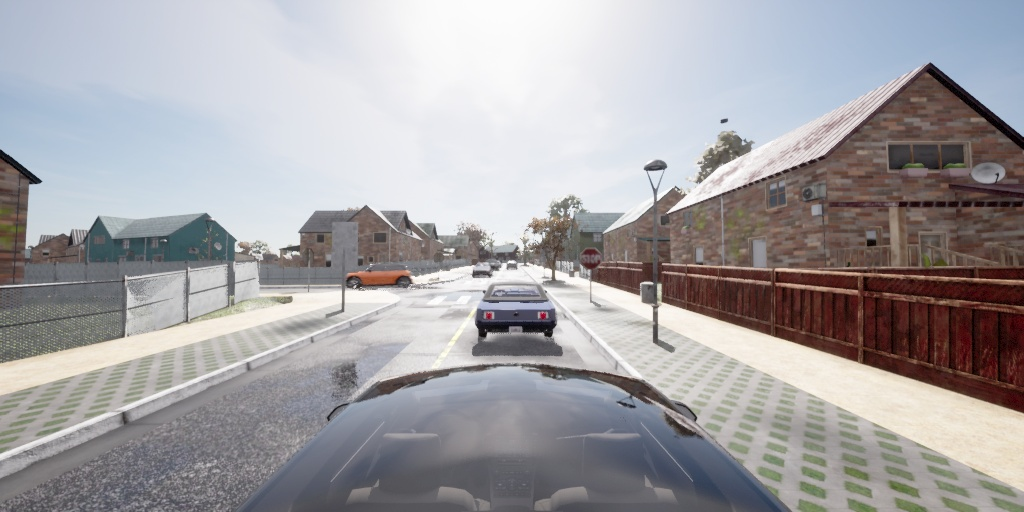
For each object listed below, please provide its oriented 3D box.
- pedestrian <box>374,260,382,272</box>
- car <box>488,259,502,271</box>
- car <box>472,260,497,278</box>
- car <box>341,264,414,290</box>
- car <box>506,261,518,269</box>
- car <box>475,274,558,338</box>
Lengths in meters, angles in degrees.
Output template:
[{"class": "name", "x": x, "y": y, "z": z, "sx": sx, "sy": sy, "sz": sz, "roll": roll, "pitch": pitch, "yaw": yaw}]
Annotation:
[{"class": "pedestrian", "x": -9.955, "y": 1.223, "z": 26.540, "sx": 0.375, "sy": 1.860, "sz": 0.375, "roll": 0, "pitch": -2, "yaw": 5}, {"class": "car", "x": -2.921, "y": 1.247, "z": 51.561, "sx": 2.097, "sy": 1.767, "sz": 4.553, "roll": 0, "pitch": 0, "yaw": 0}, {"class": "car", "x": -2.910, "y": 1.376, "z": 36.134, "sx": 2.033, "sy": 1.411, "sz": 5.357, "roll": 0, "pitch": 0, "yaw": 0}, {"class": "car", "x": -8.866, "y": 1.309, "z": 23.893, "sx": 4.553, "sy": 1.767, "sz": 2.097, "roll": 0, "pitch": -3, "yaw": -16}, {"class": "car", "x": -0.003, "y": 1.502, "z": 62.042, "sx": 2.033, "sy": 1.411, "sz": 5.357, "roll": 0, "pitch": 0, "yaw": 0}, {"class": "car", "x": 0.085, "y": 1.362, "z": 10.231, "sx": 1.895, "sy": 1.301, "sz": 4.718, "roll": 0, "pitch": 0, "yaw": 0}]
